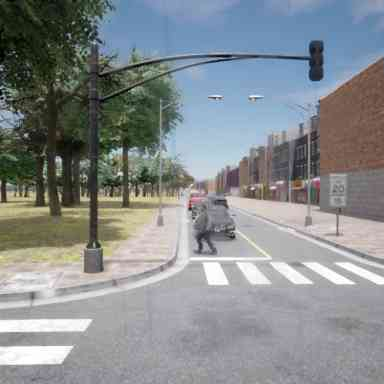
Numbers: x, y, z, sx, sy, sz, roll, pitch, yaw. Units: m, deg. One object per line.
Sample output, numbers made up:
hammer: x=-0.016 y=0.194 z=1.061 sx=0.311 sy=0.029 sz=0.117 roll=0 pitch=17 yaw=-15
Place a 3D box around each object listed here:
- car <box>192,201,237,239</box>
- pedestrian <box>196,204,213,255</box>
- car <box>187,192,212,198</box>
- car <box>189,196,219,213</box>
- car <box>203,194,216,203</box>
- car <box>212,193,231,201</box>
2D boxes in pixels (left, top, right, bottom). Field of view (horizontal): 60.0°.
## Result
car: x=1.097 y=1.454 z=17.221 sx=1.837 sy=1.490 sz=4.892 roll=0 pitch=1 yaw=-1
pedestrian: x=0.433 y=1.294 z=11.814 sx=0.375 sy=1.860 sz=0.375 roll=1 pitch=0 yaw=-1
car: x=0.695 y=1.000 z=37.980 sx=2.150 sy=2.045 sz=5.566 roll=0 pitch=0 yaw=-1
car: x=0.899 y=1.361 z=27.271 sx=1.837 sy=1.490 sz=4.892 roll=0 pitch=0 yaw=-1
car: x=3.156 y=1.192 z=61.591 sx=2.128 sy=1.511 sz=4.902 roll=0 pitch=0 yaw=-1
car: x=3.523 y=1.266 z=43.313 sx=1.837 sy=1.490 sz=4.892 roll=0 pitch=0 yaw=-1
